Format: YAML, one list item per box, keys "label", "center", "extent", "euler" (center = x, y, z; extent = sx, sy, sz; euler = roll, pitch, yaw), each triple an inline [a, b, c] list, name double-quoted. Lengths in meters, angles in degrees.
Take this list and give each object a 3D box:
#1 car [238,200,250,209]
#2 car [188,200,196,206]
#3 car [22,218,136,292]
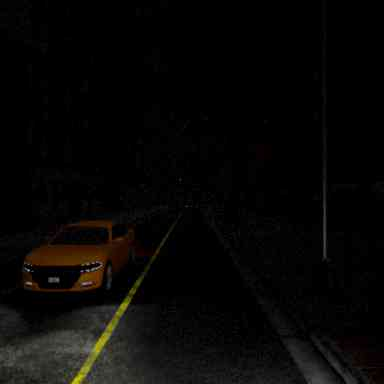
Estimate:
- label: "car"
  center: [10.802, 2.492, 65.537]
  extent: [5.009, 1.841, 2.192]
  euler: [1, -2, 0]
- label: "car"
  center: [-0.015, 2.643, 78.779]
  extent: [1.994, 1.385, 4.181]
  euler: [0, -1, 0]
- label: "car"
  center: [-2.835, 1.562, 9.346]
  extent: [1.882, 1.535, 5.008]
  euler: [0, -1, 0]
